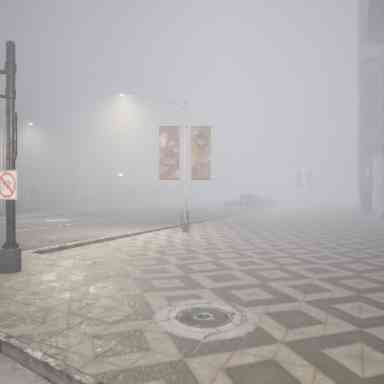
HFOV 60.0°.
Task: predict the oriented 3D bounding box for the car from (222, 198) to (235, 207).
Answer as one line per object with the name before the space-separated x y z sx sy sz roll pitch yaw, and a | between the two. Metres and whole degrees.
car | 6.106 1.571 49.063 1.895 1.301 4.718 0 0 27

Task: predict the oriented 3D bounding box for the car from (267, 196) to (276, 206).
car | 12.671 1.449 55.178 2.128 1.511 4.902 0 0 26

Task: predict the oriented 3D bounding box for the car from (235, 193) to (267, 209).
car | 8.159 1.189 45.846 2.150 2.045 5.566 0 0 26

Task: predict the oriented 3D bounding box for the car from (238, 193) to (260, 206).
car | 9.762 1.183 56.630 2.150 2.045 5.566 0 0 26
